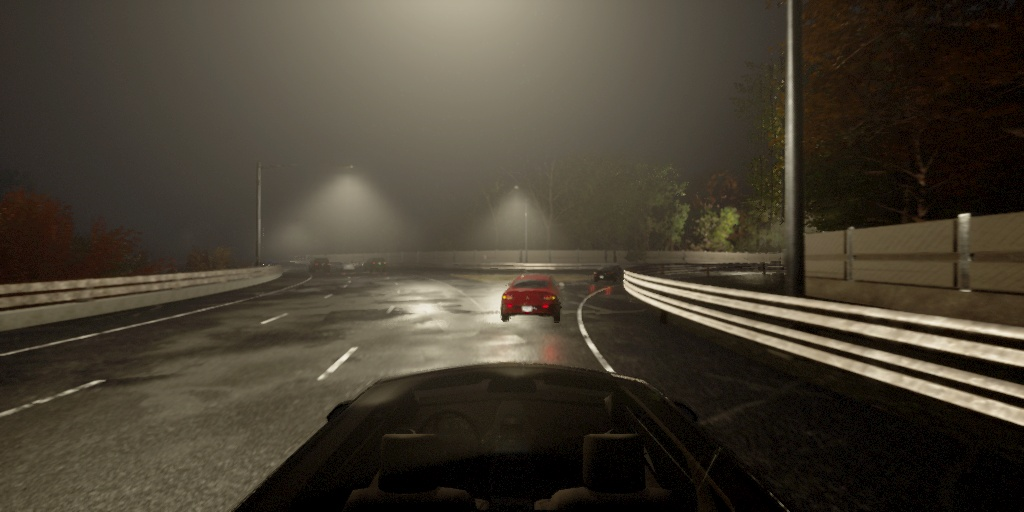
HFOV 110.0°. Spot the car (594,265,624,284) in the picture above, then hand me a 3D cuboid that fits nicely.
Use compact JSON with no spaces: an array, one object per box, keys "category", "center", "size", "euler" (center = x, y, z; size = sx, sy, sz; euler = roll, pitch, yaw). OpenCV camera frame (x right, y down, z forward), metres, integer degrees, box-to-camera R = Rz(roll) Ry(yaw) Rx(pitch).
[{"category":"car","center":[8.248,1.459,29.534],"size":[1.812,1.442,4.674],"euler":[-1,-1,35]}]

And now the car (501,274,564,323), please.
[{"category":"car","center":[0.806,1.347,12.476],"size":[1.812,1.442,4.674],"euler":[0,0,9]}]

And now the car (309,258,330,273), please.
[{"category":"car","center":[-27.483,1.302,51.271],"size":[2.150,2.045,5.566],"euler":[0,0,-36]}]

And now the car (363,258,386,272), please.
[{"category":"car","center":[-20.487,1.305,53.502],"size":[2.150,2.045,5.566],"euler":[0,-2,-35]}]

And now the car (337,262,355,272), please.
[{"category":"car","center":[-24.803,1.620,53.466],"size":[1.812,1.442,4.674],"euler":[0,-1,-36]}]
